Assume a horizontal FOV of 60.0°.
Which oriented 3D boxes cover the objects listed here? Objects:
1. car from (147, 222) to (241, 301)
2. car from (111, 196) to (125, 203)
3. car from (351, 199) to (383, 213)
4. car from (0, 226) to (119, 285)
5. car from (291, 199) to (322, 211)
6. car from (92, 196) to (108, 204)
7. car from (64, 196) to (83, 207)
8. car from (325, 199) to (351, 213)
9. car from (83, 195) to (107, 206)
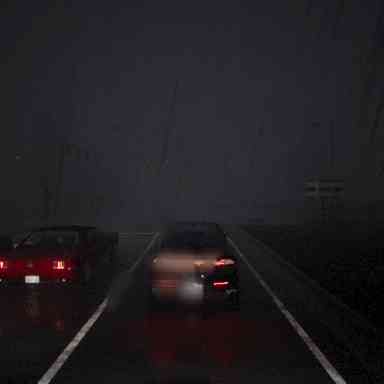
[{"bbox_3d":[0.060,1.492,8.329,2.128,1.511,4.902,0,0,0],"label":"car"},{"bbox_3d":[-14.982,1.564,67.521,1.994,1.385,4.181,0,0,0],"label":"car"},{"bbox_3d":[18.707,1.477,32.409,5.008,1.535,1.882,0,0,-1],"label":"car"},{"bbox_3d":[-3.432,1.601,9.415,1.895,1.301,4.718,0,0,0],"label":"car"},{"bbox_3d":[13.866,1.564,39.360,4.181,1.385,1.994,0,0,-1],"label":"car"},{"bbox_3d":[-18.479,1.525,66.893,1.812,1.442,4.674,0,0,0],"label":"car"},{"bbox_3d":[-18.557,1.477,52.616,1.882,1.535,5.008,0,0,0],"label":"car"},{"bbox_3d":[17.300,1.477,35.895,5.008,1.535,1.882,0,0,-1],"label":"car"},{"bbox_3d":[-15.054,1.352,52.767,2.097,1.767,4.553,0,0,0],"label":"car"}]
